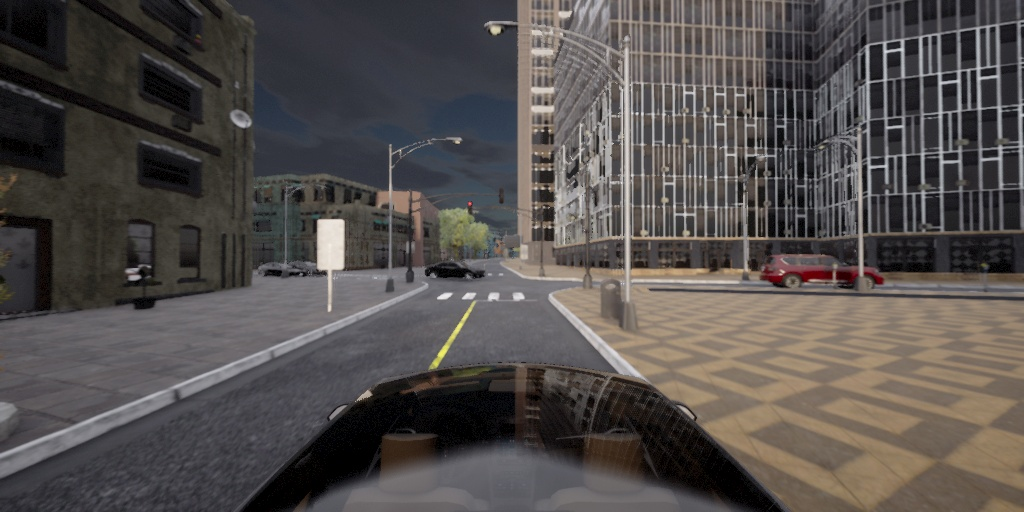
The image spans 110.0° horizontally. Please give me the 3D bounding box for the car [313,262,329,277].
[{"bbox_3d":[-19.319,1.216,33.819,4.892,1.490,1.837,0,-1,19],"label":"car"}]

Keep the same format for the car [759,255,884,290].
[{"bbox_3d":[16.067,0.847,18.955,5.009,1.841,2.192,0,0,19],"label":"car"}]

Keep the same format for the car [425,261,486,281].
[{"bbox_3d":[-4.524,1.139,28.792,5.008,1.535,1.882,0,0,19],"label":"car"}]

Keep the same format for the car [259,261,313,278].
[{"bbox_3d":[-20.089,1.218,31.362,4.313,1.339,1.948,0,0,19],"label":"car"}]
